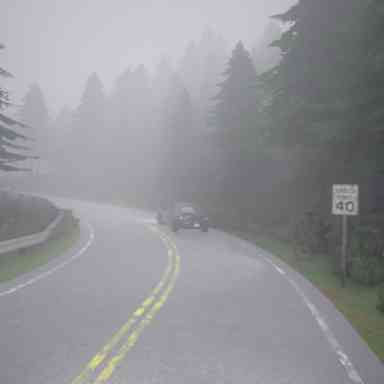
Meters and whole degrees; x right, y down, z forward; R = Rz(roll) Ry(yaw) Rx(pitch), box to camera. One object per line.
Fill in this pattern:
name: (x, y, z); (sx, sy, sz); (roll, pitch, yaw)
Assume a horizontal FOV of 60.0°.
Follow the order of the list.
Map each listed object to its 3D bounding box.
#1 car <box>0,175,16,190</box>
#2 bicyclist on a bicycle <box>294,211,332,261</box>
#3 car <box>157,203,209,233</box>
car: (-21.001, -1.113, 36.215); (4.892, 1.490, 1.837); (8, 3, 37)
bicyclist on a bicycle: (4.110, 1.432, 10.960); (1.656, 1.620, 0.582); (-8, 3, -2)
car: (-0.527, 1.324, 18.308); (1.812, 1.442, 4.674); (4, 2, -20)
